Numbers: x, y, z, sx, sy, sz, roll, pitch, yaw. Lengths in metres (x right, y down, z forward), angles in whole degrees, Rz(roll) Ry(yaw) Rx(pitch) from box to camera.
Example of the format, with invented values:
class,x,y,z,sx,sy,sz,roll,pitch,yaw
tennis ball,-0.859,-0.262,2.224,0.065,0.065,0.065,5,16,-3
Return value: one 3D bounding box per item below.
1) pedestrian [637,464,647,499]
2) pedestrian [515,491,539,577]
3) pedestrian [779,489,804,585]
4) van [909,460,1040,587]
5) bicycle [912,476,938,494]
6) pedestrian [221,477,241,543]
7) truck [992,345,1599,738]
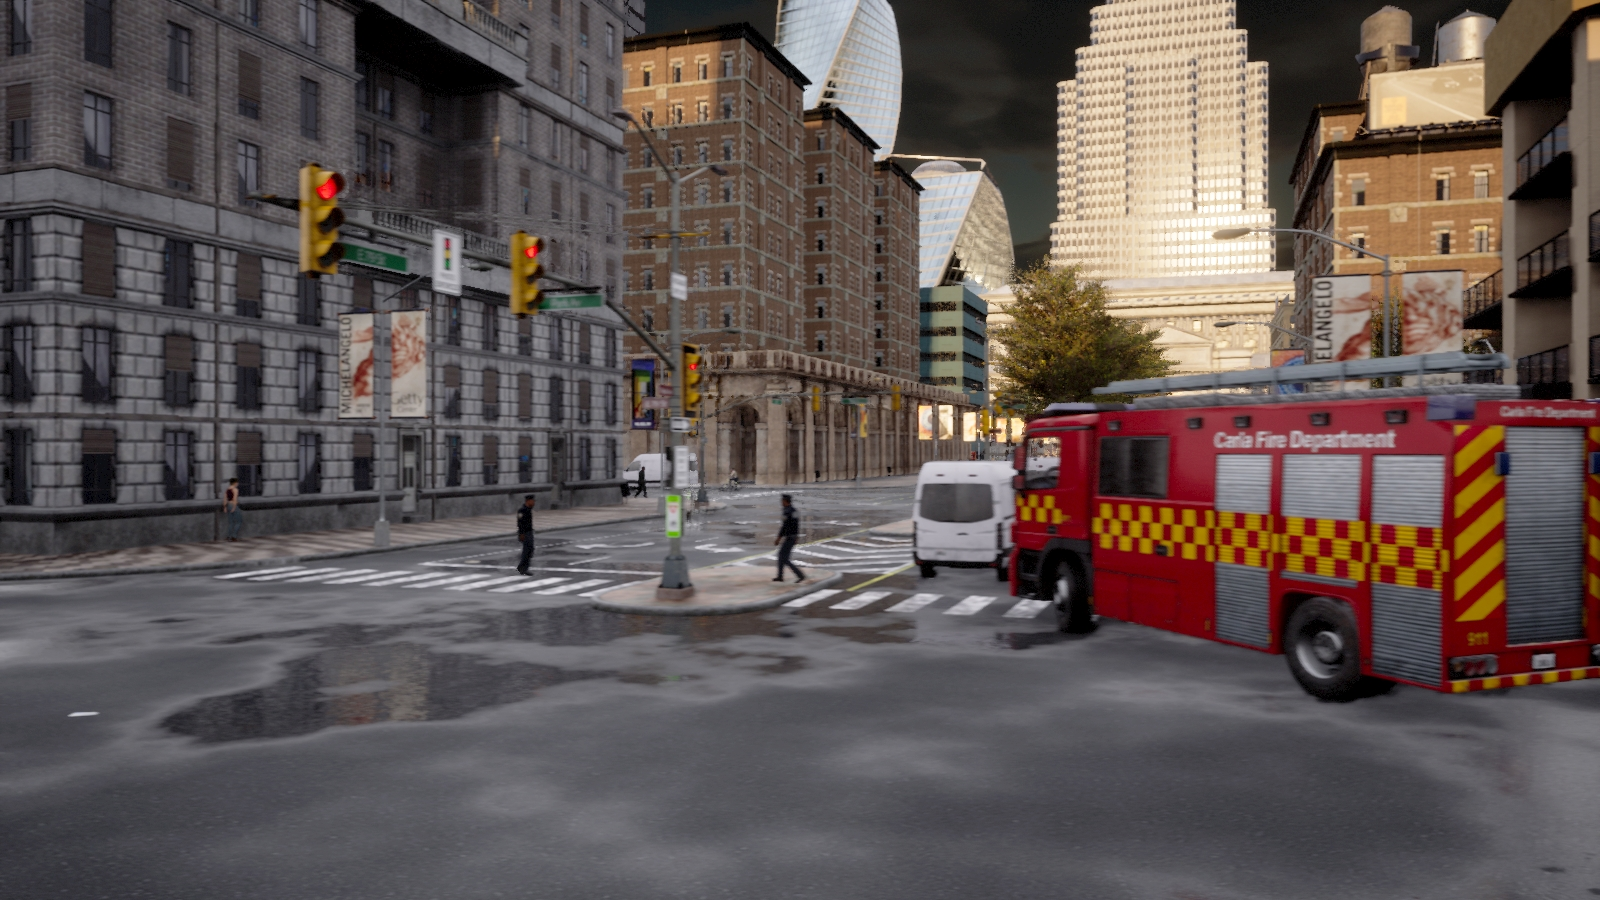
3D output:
class,x,y,z,sx,sy,sz,roll,pitch,yaw
pedestrian,-8.492,1.696,61.523,0.375,1.860,0.375,0,0,25
pedestrian,-6.026,1.849,25.230,0.375,1.860,0.375,0,0,20
pedestrian,-0.168,1.705,22.578,0.375,1.860,0.375,0,0,20
van,4.194,1.534,26.540,1.988,2.561,5.915,0,0,19
bicycle,8.050,2.256,73.445,1.487,1.080,0.859,0,0,17
pedestrian,-16.135,1.696,32.395,0.375,1.860,0.375,0,0,24
truck,6.071,0.890,15.602,2.891,3.827,8.468,0,0,-21
